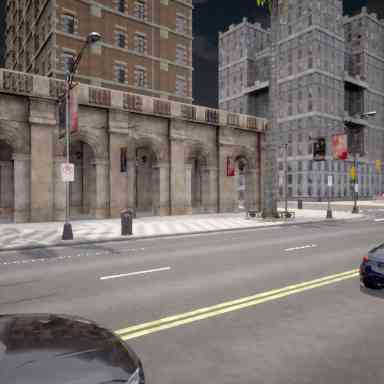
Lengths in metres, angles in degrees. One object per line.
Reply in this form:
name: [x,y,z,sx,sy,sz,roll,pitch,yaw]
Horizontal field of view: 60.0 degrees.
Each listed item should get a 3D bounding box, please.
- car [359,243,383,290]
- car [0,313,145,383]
car: [5.843,1.564,7.911,4.181,1.385,1.994,0,0,-36]
car: [-2.607,1.492,1.890,4.902,1.511,2.128,0,0,-35]
